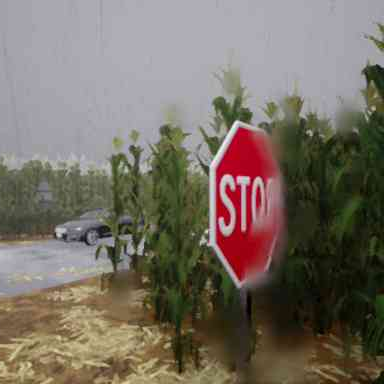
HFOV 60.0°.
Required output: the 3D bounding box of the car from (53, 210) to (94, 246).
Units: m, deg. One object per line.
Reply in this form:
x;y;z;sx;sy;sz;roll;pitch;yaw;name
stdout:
-4.062;1.510;15.656;2.128;1.511;4.902;0;0;34;car
